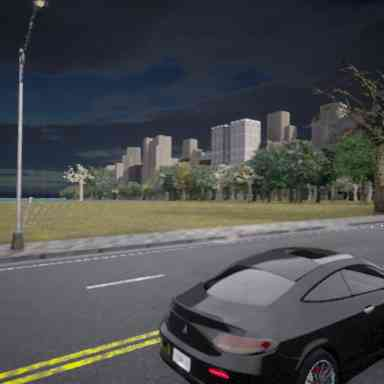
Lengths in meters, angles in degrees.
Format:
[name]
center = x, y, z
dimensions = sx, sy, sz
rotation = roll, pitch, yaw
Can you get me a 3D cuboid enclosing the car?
[car]
center = 1.765, 1.530, 4.714
dimensions = 4.674, 1.442, 1.812
rotation = 0, 0, -36
